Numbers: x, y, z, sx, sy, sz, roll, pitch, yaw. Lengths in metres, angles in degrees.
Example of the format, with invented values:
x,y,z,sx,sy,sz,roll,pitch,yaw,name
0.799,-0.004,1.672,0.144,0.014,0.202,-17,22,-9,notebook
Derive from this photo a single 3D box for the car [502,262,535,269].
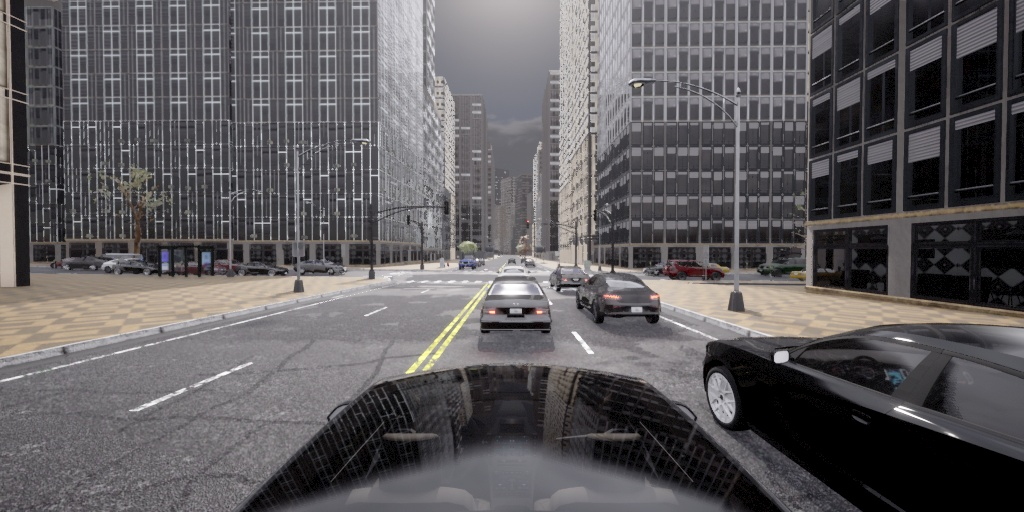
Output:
x,y,z,sx,sy,sz,roll,pitch,yaw,name
0.092,1.266,20.228,1.812,1.442,4.674,0,0,0,car

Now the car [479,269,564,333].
x,y,z,sx,sy,sz,roll,pitch,yaw,name
0.098,1.294,10.637,2.033,1.411,5.357,0,0,0,car

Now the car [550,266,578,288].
x,y,z,sx,sy,sz,roll,pitch,yaw,name
3.344,1.287,21.317,2.033,1.411,5.357,0,0,0,car

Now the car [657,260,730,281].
x,y,z,sx,sy,sz,roll,pitch,yaw,name
16.181,1.268,32.141,5.009,1.841,2.192,0,0,1,car

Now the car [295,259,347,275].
x,y,z,sx,sy,sz,roll,pitch,yaw,name
-18.814,1.091,35.279,4.902,1.511,2.128,1,1,1,car

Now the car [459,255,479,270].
x,y,z,sx,sy,sz,roll,pitch,yaw,name
-6.620,0.935,53.870,2.150,2.045,5.566,0,0,0,car

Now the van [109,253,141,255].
x,y,z,sx,sy,sz,roll,pitch,yaw,name
-45.304,0.605,41.609,3.998,1.789,1.690,0,0,1,van

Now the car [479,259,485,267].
x,y,z,sx,sy,sz,roll,pitch,yaw,name
-6.591,1.193,63.788,2.128,1.511,4.902,0,0,0,car

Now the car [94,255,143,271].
x,y,z,sx,sy,sz,roll,pitch,yaw,name
-37.960,0.951,35.668,4.674,1.442,1.812,1,1,2,car

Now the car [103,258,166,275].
x,y,z,sx,sy,sz,roll,pitch,yaw,name
-34.109,1.069,32.953,4.313,1.339,1.948,0,0,1,car

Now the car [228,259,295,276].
x,y,z,sx,sy,sz,roll,pitch,yaw,name
-22.745,1.173,32.652,4.313,1.339,1.948,0,0,1,car

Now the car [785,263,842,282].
x,y,z,sx,sy,sz,roll,pitch,yaw,name
27.629,1.578,31.949,4.829,1.417,1.751,0,0,1,car

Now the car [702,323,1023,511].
x,y,z,sx,sy,sz,roll,pitch,yaw,name
3.345,1.227,2.560,1.882,1.535,5.008,0,0,0,car

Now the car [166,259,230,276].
x,y,z,sx,sy,sz,roll,pitch,yaw,name
-28.429,1.138,32.782,4.207,1.307,1.802,0,0,1,car

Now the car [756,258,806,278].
x,y,z,sx,sy,sz,roll,pitch,yaw,name
28.977,1.195,37.695,5.566,2.045,2.150,1,1,1,car

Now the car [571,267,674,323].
x,y,z,sx,sy,sz,roll,pitch,yaw,name
3.347,1.271,11.906,1.812,1.442,4.674,0,0,0,car

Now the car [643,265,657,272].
x,y,z,sx,sy,sz,roll,pitch,yaw,name
16.431,1.353,37.916,4.902,1.511,2.128,1,1,1,car

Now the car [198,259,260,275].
x,y,z,sx,sy,sz,roll,pitch,yaw,name
-27.910,1.042,35.460,4.674,1.442,1.812,1,1,1,car

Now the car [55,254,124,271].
x,y,z,sx,sy,sz,roll,pitch,yaw,name
-45.902,0.805,39.018,4.892,1.490,1.837,0,1,1,car
